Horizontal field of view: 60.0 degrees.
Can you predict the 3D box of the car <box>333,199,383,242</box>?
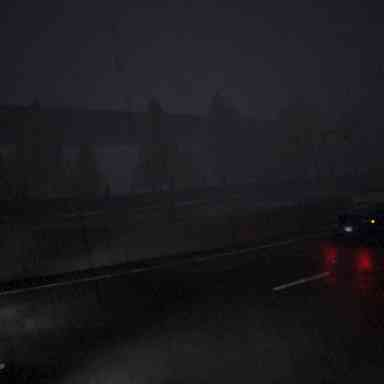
[{"bbox_3d":[7.579,1.026,13.501,4.674,1.442,1.812,-5,3,-36],"label":"car"}]
